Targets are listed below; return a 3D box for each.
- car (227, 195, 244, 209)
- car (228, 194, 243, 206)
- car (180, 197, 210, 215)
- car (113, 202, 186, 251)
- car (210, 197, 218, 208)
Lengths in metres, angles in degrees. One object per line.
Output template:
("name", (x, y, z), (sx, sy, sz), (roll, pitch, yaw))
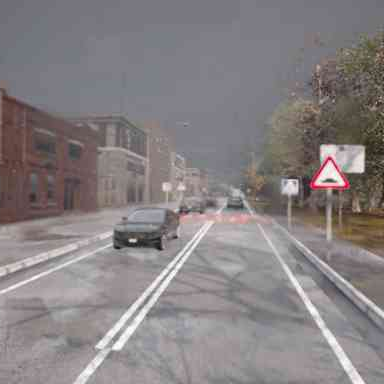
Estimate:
("car", (5.217, 1.297, 40.226), (1.994, 1.385, 4.181), (1, 1, 8))
("car", (6.589, 1.157, 50.240), (2.128, 1.511, 4.902), (1, 0, 8))
("car", (0.152, 1.162, 27.663), (1.837, 1.490, 4.892), (1, -5, 8))
("car", (-1.704, 1.384, 13.904), (1.882, 1.535, 5.008), (1, 0, 8))
("car", (2.184, 1.292, 42.204), (1.895, 1.301, 4.718), (1, 0, 8))
